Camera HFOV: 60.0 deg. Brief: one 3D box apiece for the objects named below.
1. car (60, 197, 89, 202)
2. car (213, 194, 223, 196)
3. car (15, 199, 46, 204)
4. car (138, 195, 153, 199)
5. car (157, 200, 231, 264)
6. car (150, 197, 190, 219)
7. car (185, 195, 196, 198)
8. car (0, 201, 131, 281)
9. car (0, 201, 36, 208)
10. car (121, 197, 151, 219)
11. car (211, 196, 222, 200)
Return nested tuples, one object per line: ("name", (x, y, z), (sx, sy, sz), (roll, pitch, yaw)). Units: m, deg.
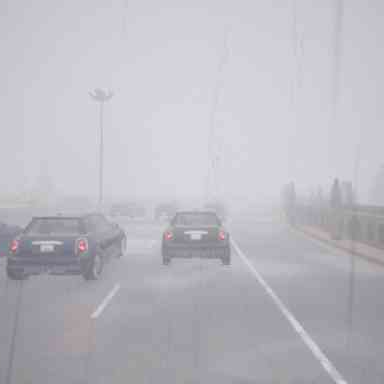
("car", (-11.686, 1.274, 32.482), (2.097, 1.767, 4.553), (0, 0, 13))
("car", (5.252, 1.221, 70.241), (1.882, 1.535, 5.008), (0, 0, 34))
("car", (-15.615, 1.411, 30.756), (1.882, 1.535, 5.008), (0, 0, 11))
("car", (-8.909, 1.367, 60.638), (2.128, 1.511, 4.902), (0, 0, 28))
("car", (0.159, 1.321, 11.859), (2.097, 1.767, 4.553), (0, 0, 1))
("car", (-1.731, 1.417, 28.028), (1.837, 1.490, 4.892), (0, 0, 10))
("car", (-0.568, 1.340, 68.013), (1.812, 1.442, 4.674), (0, 0, 31))
("car", (-3.383, 1.327, 9.904), (2.097, 1.767, 4.553), (0, 0, 0))
("car", (-6.879, 1.327, 9.965), (2.097, 1.767, 4.553), (0, 0, 0))
("car", (-5.275, 1.424, 28.026), (1.837, 1.490, 4.892), (0, 0, 10))
("car", (2.211, 1.374, 29.879), (1.882, 1.535, 5.008), (0, 0, 12))
